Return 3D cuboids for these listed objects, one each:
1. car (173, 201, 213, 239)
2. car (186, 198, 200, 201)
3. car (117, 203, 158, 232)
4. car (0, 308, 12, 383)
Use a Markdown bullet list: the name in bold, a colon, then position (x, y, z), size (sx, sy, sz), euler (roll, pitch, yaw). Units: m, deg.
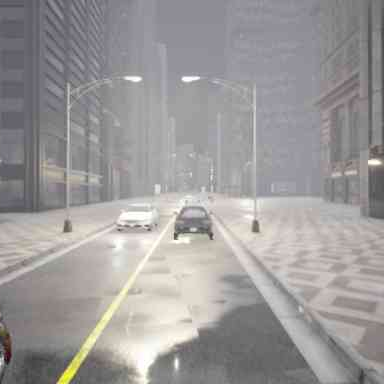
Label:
- **car**: position (0.069, 1.411, 16.540), size (1.812, 1.442, 4.674), euler (0, 1, 0)
- **car**: position (0.099, 1.351, 36.499), size (1.895, 1.301, 4.718), euler (0, 0, 0)
- **car**: position (-3.015, 1.393, 19.220), size (1.812, 1.442, 4.674), euler (0, 0, 0)
- **car**: position (-3.077, 1.548, 2.143), size (1.994, 1.385, 4.181), euler (0, 0, 0)
